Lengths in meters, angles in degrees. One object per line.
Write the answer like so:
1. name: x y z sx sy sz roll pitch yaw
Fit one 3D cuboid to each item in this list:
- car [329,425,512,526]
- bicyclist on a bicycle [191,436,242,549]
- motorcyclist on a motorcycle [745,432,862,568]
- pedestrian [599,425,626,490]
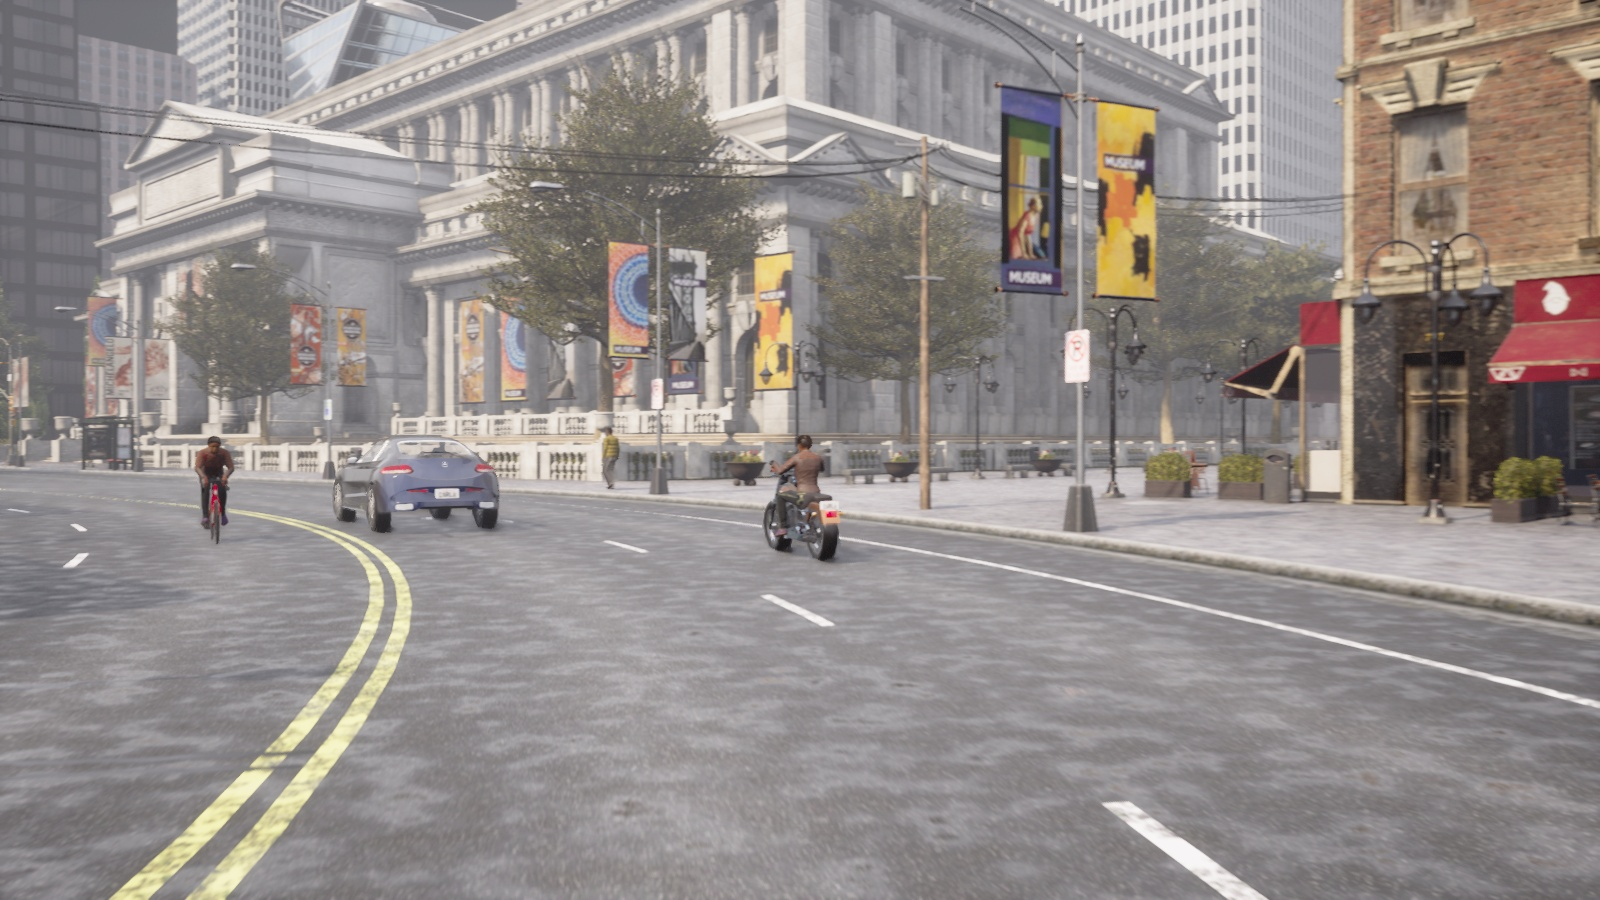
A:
1. car: -7.096 0.398 23.088 2.152 1.651 5.027 0 0 -30
2. bicyclist on a bicycle: -8.761 0.596 18.828 0.582 1.620 1.656 -1 1 -28
3. motorcyclist on a motorcycle: 0.001 0.604 16.538 0.766 1.649 2.350 0 0 -20
4. pedestrian: -5.343 0.203 35.829 0.431 1.840 0.709 0 0 -44
